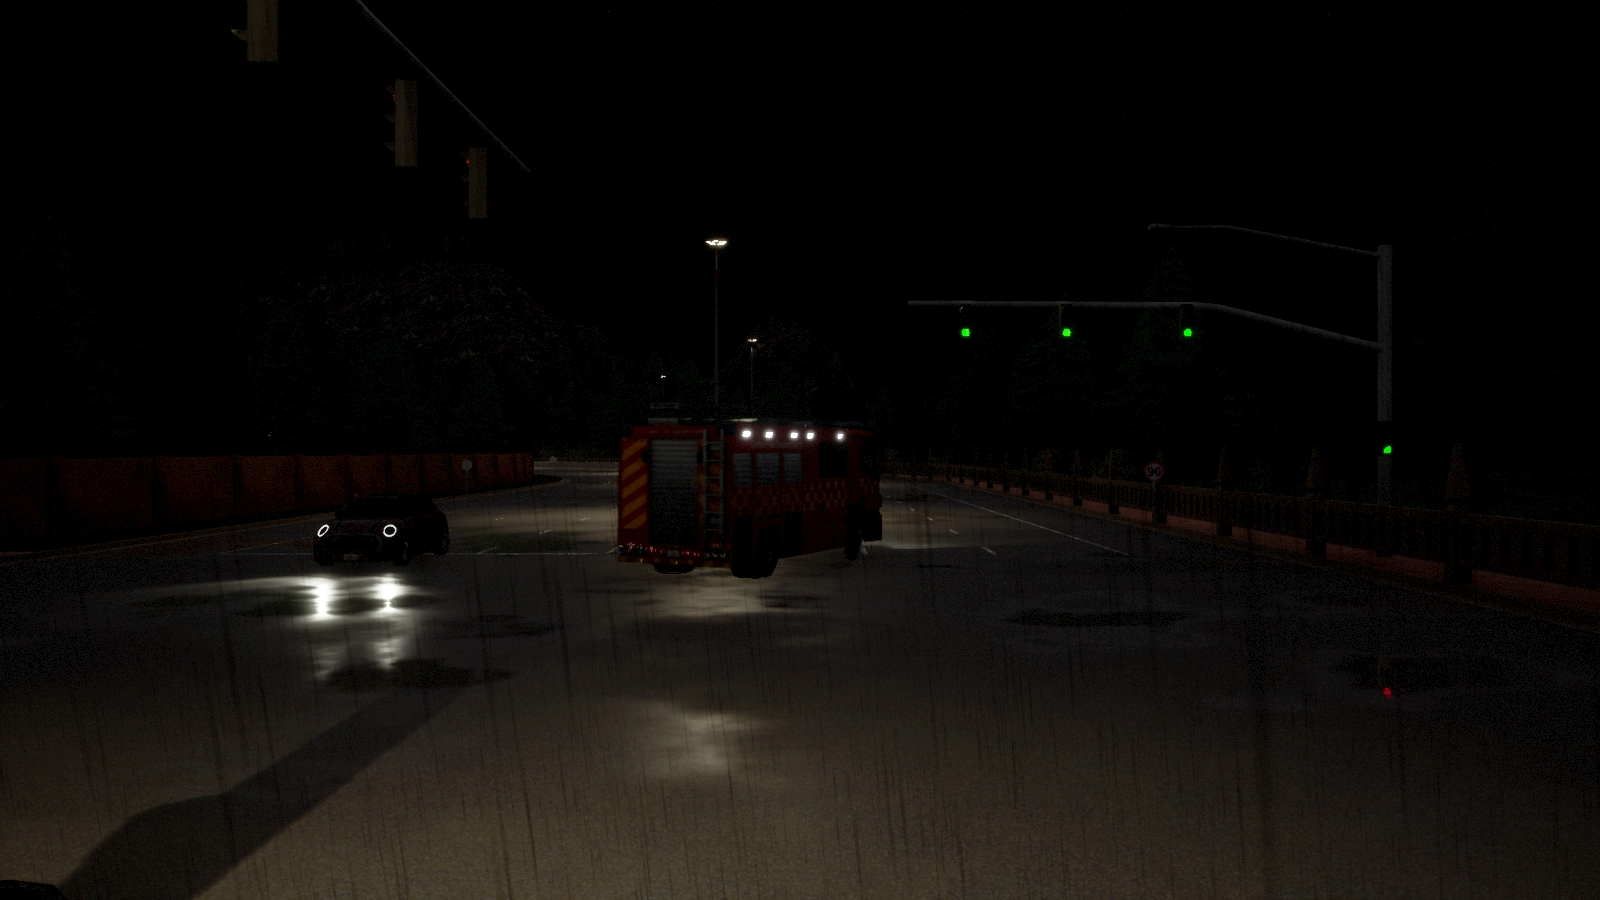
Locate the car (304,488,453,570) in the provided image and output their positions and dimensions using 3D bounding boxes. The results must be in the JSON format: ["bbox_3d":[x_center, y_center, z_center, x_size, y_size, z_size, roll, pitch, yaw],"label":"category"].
[{"bbox_3d":[-10.504,1.906,28.861,2.097,1.767,4.553,0,0,0],"label":"car"}]

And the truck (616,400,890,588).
[{"bbox_3d":[-0.753,0.890,27.668,2.891,3.827,8.468,0,0,26],"label":"truck"}]
